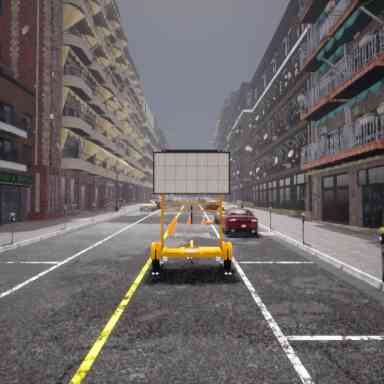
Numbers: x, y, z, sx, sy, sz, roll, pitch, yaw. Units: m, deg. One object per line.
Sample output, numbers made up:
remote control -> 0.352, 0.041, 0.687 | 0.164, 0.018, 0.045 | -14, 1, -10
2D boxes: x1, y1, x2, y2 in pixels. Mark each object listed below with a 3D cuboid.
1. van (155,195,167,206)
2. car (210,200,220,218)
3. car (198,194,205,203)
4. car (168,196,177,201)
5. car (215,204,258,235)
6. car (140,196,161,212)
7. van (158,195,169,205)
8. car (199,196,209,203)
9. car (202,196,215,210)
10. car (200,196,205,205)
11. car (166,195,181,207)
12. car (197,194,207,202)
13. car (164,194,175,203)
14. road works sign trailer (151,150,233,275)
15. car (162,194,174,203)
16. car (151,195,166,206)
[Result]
van -> -5.294, 1.459, 57.594 | 1.690, 1.788, 3.998 | 2, 0, 0
car -> 2.584, 1.555, 24.520 | 1.752, 1.417, 4.829 | 1, 0, 0
car -> 2.581, 1.684, 63.064 | 1.887, 1.381, 4.507 | 1, 0, 0
car -> -5.302, 1.830, 90.778 | 1.947, 1.339, 4.313 | 1, 0, 0
car -> 2.584, 1.565, 18.818 | 1.887, 1.381, 4.507 | 1, 0, 0
car -> -5.297, 1.594, 40.833 | 1.752, 1.417, 4.829 | 2, 0, 0
van -> -5.295, 1.481, 63.126 | 1.690, 1.788, 3.998 | 1, 0, 0
car -> 2.590, 1.626, 74.126 | 1.967, 1.590, 4.097 | 1, 0, 0
car -> 2.582, 1.614, 40.940 | 1.887, 1.381, 4.507 | 1, 0, 0
car -> 2.581, 1.635, 46.472 | 2.008, 1.369, 4.403 | 1, 0, 0
car -> -2.754, 1.597, 53.840 | 2.128, 1.511, 4.902 | 0, 0, 0
car -> 2.550, 1.551, 85.188 | 2.192, 1.841, 5.009 | 1, 0, 0
car -> -5.295, 1.525, 79.716 | 2.192, 1.841, 5.009 | 1, 0, 0
road works sign trailer -> -0.010, 0.473, 10.490 | 2.380, 3.560, 2.880 | 0, 0, 0
car -> -5.295, 1.501, 74.187 | 2.192, 1.841, 5.009 | 1, 0, 0
car -> -5.292, 1.399, 46.535 | 2.192, 1.841, 5.009 | 2, 0, 0
